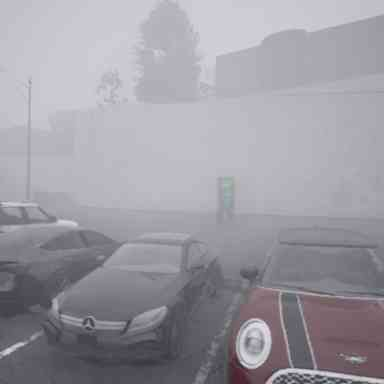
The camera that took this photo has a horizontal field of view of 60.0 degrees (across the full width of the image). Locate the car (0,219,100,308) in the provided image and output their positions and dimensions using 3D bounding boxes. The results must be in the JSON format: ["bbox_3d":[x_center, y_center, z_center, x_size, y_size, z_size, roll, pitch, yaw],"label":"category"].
[{"bbox_3d":[-3.087,1.559,8.041,2.163,1.488,4.792,0,-1,16],"label":"car"}]

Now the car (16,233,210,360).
[{"bbox_3d":[-0.640,1.558,6.263,2.002,1.452,4.674,0,-1,16],"label":"car"}]

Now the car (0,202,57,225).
[{"bbox_3d":[-5.526,1.289,9.789,2.435,2.045,5.566,0,-1,16],"label":"car"}]

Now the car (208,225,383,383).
[{"bbox_3d":[1.808,1.370,4.549,2.185,1.767,4.553,0,-1,16],"label":"car"}]
